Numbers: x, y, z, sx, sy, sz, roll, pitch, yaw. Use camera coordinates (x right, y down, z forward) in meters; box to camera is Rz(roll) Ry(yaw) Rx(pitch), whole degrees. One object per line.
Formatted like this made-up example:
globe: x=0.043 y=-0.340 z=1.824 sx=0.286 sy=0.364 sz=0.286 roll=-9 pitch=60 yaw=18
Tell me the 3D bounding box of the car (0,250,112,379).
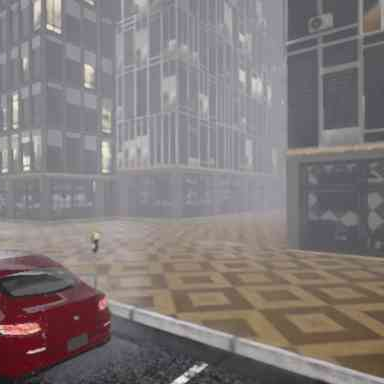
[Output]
car: x=-2.997 y=1.560 z=5.023 sx=4.206 sy=1.307 sz=1.802 roll=0 pitch=0 yaw=36
